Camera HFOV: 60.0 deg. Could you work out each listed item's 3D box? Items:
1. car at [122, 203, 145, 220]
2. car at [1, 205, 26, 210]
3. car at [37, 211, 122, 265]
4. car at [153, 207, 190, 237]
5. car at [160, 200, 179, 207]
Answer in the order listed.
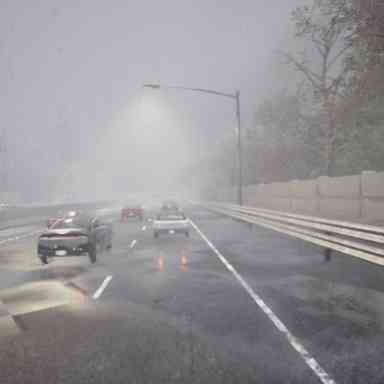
[{"bbox_3d":[-5.620,1.836,32.025,1.882,1.535,5.008,-1,0,-4],"label":"car"},{"bbox_3d":[-20.268,2.254,37.836,2.128,1.511,4.902,-1,-1,-4],"label":"car"},{"bbox_3d":[-4.211,1.678,12.658,2.128,1.511,4.902,-1,0,-4],"label":"car"},{"bbox_3d":[-1.193,1.758,19.184,1.895,1.301,4.718,-1,0,-4],"label":"car"},{"bbox_3d":[-2.664,1.696,39.410,2.097,1.767,4.553,-1,0,-4],"label":"car"}]
